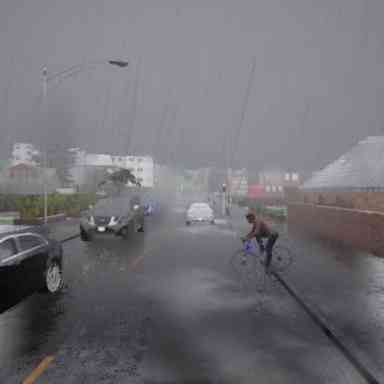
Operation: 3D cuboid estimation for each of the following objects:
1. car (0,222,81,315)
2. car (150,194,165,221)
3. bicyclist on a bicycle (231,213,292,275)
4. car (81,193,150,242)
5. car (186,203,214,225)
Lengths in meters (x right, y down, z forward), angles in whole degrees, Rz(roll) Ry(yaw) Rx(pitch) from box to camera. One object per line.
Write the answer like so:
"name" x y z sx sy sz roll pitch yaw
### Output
"car" -3.992 1.488 6.004 2.128 1.511 4.902 0 0 1
"car" -3.447 1.202 26.997 2.150 2.045 5.566 0 0 1
"bicyclist on a bicycle" 1.810 1.383 8.911 1.656 1.620 0.582 -6 0 1
"car" -3.747 1.211 16.752 2.150 2.045 5.566 0 0 1
"car" 0.580 1.509 23.649 1.812 1.442 4.674 0 0 1
